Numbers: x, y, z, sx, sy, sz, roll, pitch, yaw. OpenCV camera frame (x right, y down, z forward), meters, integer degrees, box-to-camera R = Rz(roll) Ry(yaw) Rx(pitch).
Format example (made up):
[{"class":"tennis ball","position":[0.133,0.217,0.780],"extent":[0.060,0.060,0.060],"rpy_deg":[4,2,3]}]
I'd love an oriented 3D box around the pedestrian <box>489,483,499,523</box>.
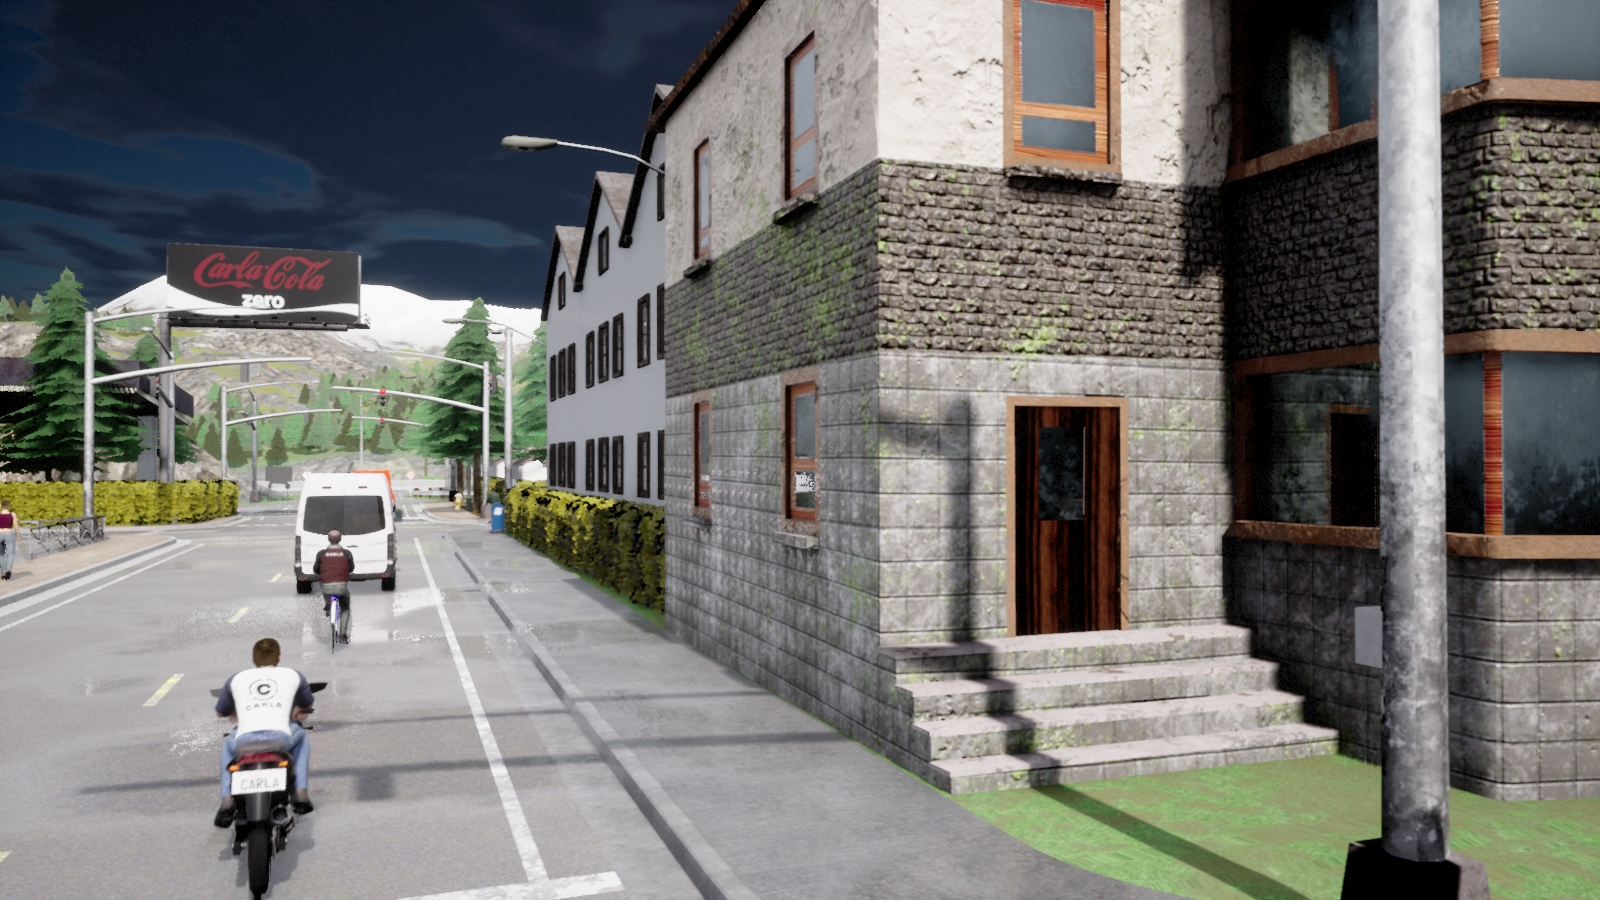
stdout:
[{"class":"pedestrian","position":[-14.470,2.515,54.020],"extent":[0.375,1.860,0.375],"rpy_deg":[0,-1,-25]}]

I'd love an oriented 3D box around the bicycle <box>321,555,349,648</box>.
[{"class":"bicycle","position":[-6.972,2.243,17.154],"extent":[0.329,1.171,1.835],"rpy_deg":[0,-1,-20]}]

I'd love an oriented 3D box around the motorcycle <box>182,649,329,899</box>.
[{"class":"motorcycle","position":[-3.700,2.127,7.901],"extent":[0.803,1.145,2.033],"rpy_deg":[0,-1,-23]}]

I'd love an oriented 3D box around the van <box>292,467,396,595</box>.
[{"class":"van","position":[-10.334,1.684,26.230],"extent":[1.988,2.561,5.915],"rpy_deg":[0,-1,-20]}]

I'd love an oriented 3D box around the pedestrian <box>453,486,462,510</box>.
[{"class":"pedestrian","position":[-18.261,2.563,60.901],"extent":[0.375,1.300,0.375],"rpy_deg":[0,-1,-7]}]

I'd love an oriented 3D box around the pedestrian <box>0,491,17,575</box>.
[{"class":"pedestrian","position":[-17.877,1.853,25.732],"extent":[0.375,1.860,0.375],"rpy_deg":[0,-1,-35]}]
